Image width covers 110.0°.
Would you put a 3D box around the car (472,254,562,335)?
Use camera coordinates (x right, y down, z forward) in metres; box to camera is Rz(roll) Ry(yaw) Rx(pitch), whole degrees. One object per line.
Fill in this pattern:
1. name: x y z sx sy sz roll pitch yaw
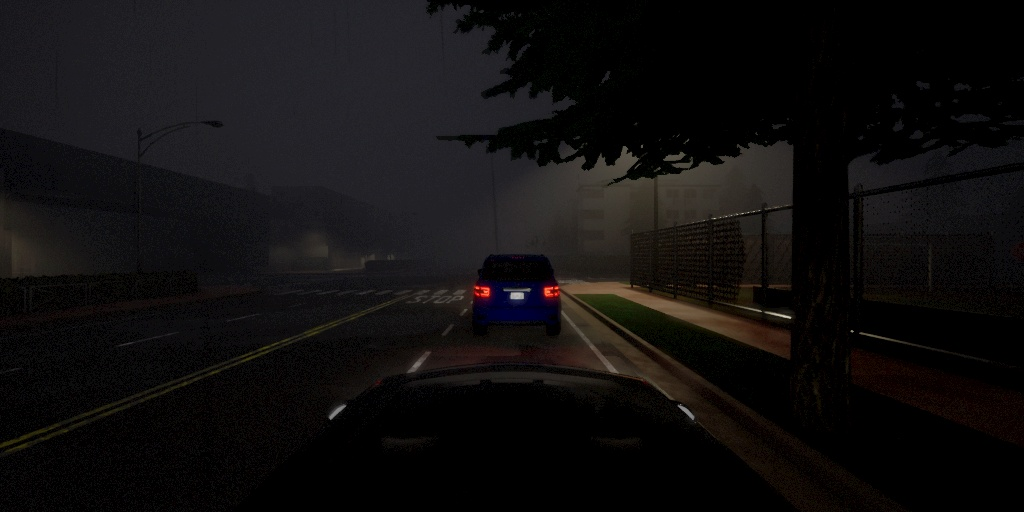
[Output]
1. car: 0.125 0.972 10.594 2.150 2.045 5.566 0 0 0

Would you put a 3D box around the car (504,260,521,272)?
1. car: 0.067 1.242 46.450 2.128 1.511 4.902 0 0 -1
